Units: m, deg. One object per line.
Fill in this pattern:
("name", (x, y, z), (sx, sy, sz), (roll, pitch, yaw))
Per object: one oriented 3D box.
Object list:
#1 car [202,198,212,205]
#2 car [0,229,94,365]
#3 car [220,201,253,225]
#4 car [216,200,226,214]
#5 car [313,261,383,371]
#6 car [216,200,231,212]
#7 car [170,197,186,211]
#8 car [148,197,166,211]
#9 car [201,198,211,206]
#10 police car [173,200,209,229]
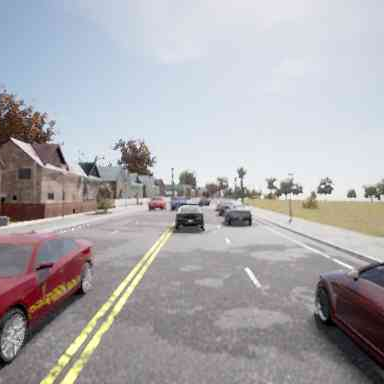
("car", (3.698, 2.340, 82.680), (2.128, 1.511, 4.902), (0, -1, 5))
("car", (-3.318, 1.537, 6.126), (1.882, 1.535, 5.008), (0, -1, 0))
("car", (3.616, 1.743, 26.454), (2.128, 1.511, 4.902), (0, -1, 2))
("car", (3.994, 1.861, 37.390), (1.837, 1.490, 4.892), (0, -1, 2))
("car", (3.256, 1.608, 4.569), (1.994, 1.385, 4.181), (0, -1, 0))
("car", (4.503, 1.944, 48.323), (1.882, 1.535, 5.008), (0, -1, 3))
("car", (-1.985, 1.715, 50.267), (2.150, 2.045, 5.566), (0, 0, 3))
("car", (-5.226, 1.722, 50.512), (2.150, 2.045, 5.566), (0, 0, 3))
("car", (2.532, 2.015, 67.328), (2.097, 1.767, 4.553), (0, -1, 5))
("police car", (-0.175, 1.649, 23.425), (1.930, 1.638, 5.238), (0, -1, -2))
